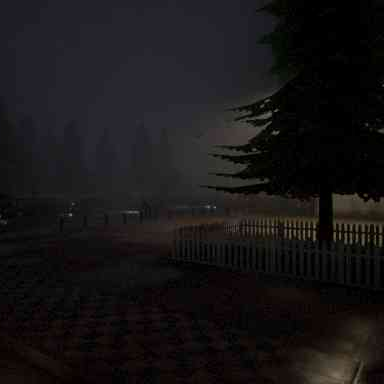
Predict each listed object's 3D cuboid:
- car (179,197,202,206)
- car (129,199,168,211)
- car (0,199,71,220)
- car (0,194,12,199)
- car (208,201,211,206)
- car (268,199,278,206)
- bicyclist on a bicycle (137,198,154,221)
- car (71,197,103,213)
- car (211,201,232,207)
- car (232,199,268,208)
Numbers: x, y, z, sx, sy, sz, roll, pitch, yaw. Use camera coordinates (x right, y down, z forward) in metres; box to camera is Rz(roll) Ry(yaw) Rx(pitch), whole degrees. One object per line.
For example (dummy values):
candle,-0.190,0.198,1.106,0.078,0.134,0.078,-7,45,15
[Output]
car,-0.220,1.525,53.757,1.812,1.442,4.674,0,0,36
car,-5.253,1.547,40.784,2.033,1.411,5.357,0,0,35
car,-13.737,1.547,28.882,2.033,1.411,5.357,0,0,35
car,-18.224,1.222,28.617,2.150,2.045,5.566,0,0,35
car,4.652,1.568,54.509,2.033,1.411,5.357,0,0,35
car,14.267,1.547,55.774,2.033,1.411,5.357,0,0,36
bicyclist on a bicycle,-3.433,1.302,24.414,1.656,1.620,0.582,0,0,35
car,-12.193,1.353,37.074,2.097,1.767,4.553,0,0,36
car,5.088,1.564,48.990,1.994,1.385,4.181,0,0,35
car,8.356,1.221,47.473,2.150,2.045,5.566,0,0,36
